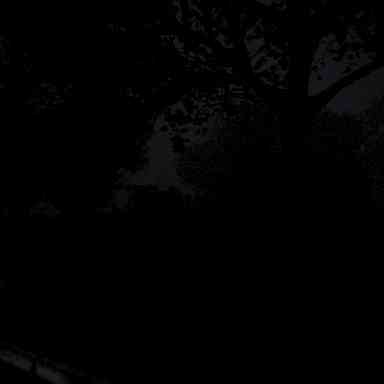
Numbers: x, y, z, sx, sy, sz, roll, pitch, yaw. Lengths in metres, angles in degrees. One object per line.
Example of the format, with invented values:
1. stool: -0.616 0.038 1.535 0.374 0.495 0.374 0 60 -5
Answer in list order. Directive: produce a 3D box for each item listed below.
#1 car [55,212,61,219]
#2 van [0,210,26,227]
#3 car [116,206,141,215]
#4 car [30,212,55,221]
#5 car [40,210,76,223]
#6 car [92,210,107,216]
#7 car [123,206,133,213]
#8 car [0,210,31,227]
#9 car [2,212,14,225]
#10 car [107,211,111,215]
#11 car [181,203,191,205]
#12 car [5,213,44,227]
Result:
1. car: -23.655 4.068 52.287 5.366 1.575 1.946 -7 -3 8
2. van: -26.243 3.863 47.025 4.442 1.987 1.878 -7 -3 9
3. car: -13.447 3.961 70.570 4.674 1.452 2.002 -7 -3 9
4. car: -20.073 3.306 41.954 1.994 1.385 4.181 -7 -3 28
5. car: -22.035 4.025 54.875 4.892 1.521 2.231 -7 -3 8
6. car: -15.546 3.223 50.199 1.994 1.385 4.181 -7 -3 29
7. car: -11.077 3.412 64.418 1.812 1.442 4.674 -7 -3 29
8. car: -23.255 3.436 42.380 2.097 1.767 4.553 -7 -3 29
9. car: -17.441 2.356 28.240 2.128 1.511 4.902 -7 -2 28
10. car: -17.755 3.965 62.736 4.892 1.521 2.231 -7 -3 8
11. car: -2.021 3.864 91.513 4.792 1.488 2.163 -7 -3 9
12. car: -24.928 4.108 49.644 4.792 1.488 2.163 -7 -3 9
